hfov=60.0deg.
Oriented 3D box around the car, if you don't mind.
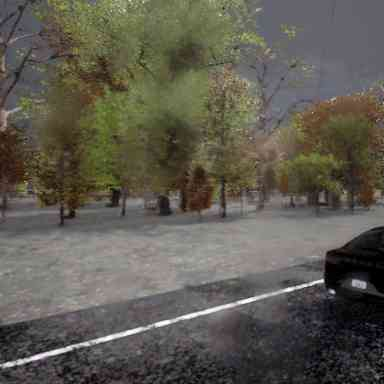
[{"bbox_3d":[4.946,1.459,7.274,5.008,1.535,1.882,0,0,-35],"label":"car"}]
